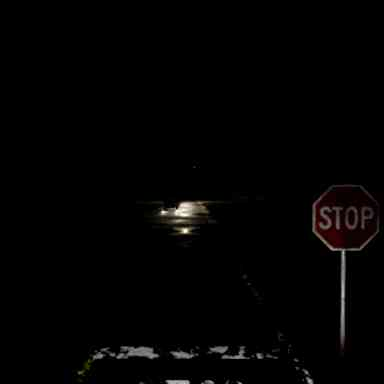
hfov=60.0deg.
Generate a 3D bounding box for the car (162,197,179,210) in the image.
[{"bbox_3d":[-2.679,1.453,42.427,1.882,1.535,5.008,0,0,0],"label":"car"}]
